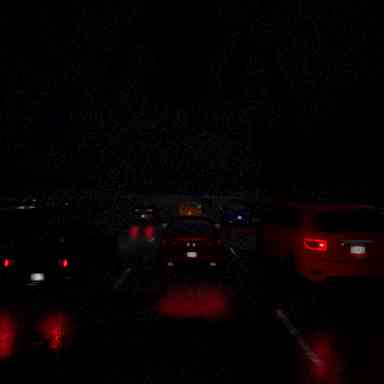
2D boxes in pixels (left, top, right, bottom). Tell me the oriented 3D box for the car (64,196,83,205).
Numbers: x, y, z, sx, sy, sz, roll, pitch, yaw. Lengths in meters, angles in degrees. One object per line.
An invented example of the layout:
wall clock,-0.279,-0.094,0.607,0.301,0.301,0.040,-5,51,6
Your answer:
car,-21.630,1.534,61.009,1.812,1.442,4.674,0,0,0

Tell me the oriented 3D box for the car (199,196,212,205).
car,2.855,1.601,64.157,1.882,1.535,5.008,0,0,-1

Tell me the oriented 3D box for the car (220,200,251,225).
car,3.237,1.610,25.210,1.882,1.535,5.008,0,0,-1

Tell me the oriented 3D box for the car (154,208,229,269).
car,-0.028,1.542,11.450,1.882,1.535,5.008,0,0,-1

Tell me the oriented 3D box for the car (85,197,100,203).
car,-18.130,1.590,60.183,1.994,1.385,4.181,0,0,0

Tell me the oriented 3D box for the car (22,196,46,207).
car,-25.084,1.360,53.019,2.097,1.767,4.553,0,0,0

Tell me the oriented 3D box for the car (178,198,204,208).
car,-0.208,1.603,29.696,1.882,1.535,5.008,0,0,-1

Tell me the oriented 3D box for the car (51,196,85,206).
car,-14.479,1.420,38.362,2.097,1.767,4.553,0,0,0

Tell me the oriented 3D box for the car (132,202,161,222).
car,-3.685,1.596,27.387,2.128,1.511,4.902,0,0,-1

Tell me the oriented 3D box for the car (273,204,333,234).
car,6.874,1.627,21.207,2.128,1.511,4.902,0,0,-1

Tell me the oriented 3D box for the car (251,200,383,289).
car,3.392,1.295,9.532,2.150,2.045,5.566,0,0,-1

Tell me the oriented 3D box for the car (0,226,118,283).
car,-3.512,1.641,9.751,1.895,1.301,4.718,0,0,-1
